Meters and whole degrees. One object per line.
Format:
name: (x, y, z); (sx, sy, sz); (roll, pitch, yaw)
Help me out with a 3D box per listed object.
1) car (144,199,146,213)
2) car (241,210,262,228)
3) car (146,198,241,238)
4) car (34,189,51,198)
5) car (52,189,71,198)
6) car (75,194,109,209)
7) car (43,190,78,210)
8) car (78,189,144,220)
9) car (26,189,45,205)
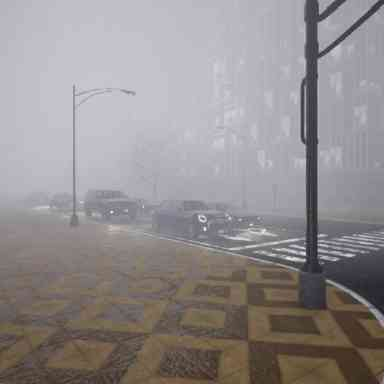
car: (-4.406, 1.166, 27.196); (1.895, 1.301, 4.718); (0, 1, -38)
car: (1.573, 1.289, 19.679); (2.033, 1.411, 5.357); (0, 1, -36)
car: (-0.087, 1.124, 16.484); (2.097, 1.767, 4.553); (0, 1, -38)
car: (-28.622, 0.236, 63.582); (1.882, 1.535, 5.008); (0, 1, -38)
car: (-25.614, 0.258, 65.011); (2.128, 1.511, 4.902); (0, 1, -38)
car: (-10.614, 0.945, 35.091); (1.994, 1.385, 4.181); (0, 1, -38)
car: (-12.378, 0.900, 32.073); (2.128, 1.511, 4.902); (0, 1, -38)
car: (-5.991, 0.819, 23.958); (2.150, 2.045, 5.566); (0, 1, -38)
car: (-18.750, 0.710, 40.246); (2.128, 1.511, 4.902); (0, 1, -37)
